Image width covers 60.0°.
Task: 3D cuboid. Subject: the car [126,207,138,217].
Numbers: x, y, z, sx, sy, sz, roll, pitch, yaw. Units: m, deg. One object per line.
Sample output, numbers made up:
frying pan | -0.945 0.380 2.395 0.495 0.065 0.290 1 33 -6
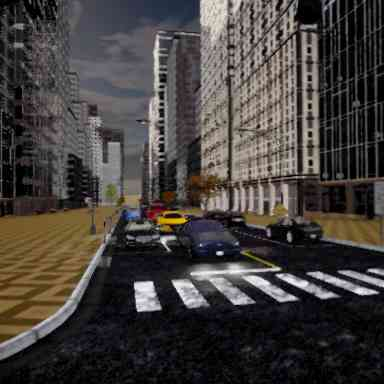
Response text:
car | -10.080 3.319 55.768 2.008 1.369 4.403 -1 -2 -11

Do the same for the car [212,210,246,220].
car | 3.493 2.399 29.764 1.947 1.339 4.313 -1 -2 -11

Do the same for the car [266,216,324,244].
car | 5.630 2.029 18.724 2.008 1.369 4.403 -1 -2 -11

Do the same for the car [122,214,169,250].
car | -2.597 2.060 17.129 2.008 1.369 4.403 -1 -2 -11

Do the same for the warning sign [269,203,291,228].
warning sign | 6.756 1.789 25.544 1.300 1.860 1.060 1 -1 -11

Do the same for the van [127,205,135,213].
van | -13.291 3.663 72.332 1.690 1.788 3.998 -1 -2 -11

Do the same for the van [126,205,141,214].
van | -6.878 2.564 39.215 1.690 1.788 3.998 -1 -2 -11

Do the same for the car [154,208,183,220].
car | -1.458 2.212 24.932 1.882 1.535 5.008 0 -2 -11

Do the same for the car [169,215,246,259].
car | 0.500 1.959 14.900 2.033 1.411 5.357 0 -2 -12

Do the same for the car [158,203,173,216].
car | -4.730 3.027 58.641 2.150 2.045 5.566 0 -2 -11

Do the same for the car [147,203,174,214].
car | -3.690 2.328 36.505 2.150 2.045 5.566 0 -1 -10

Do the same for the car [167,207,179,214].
car | -3.990 3.688 68.401 1.802 1.307 4.206 -1 -2 -11

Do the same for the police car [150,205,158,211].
police car | -10.675 4.398 93.564 1.930 1.638 5.238 0 -2 -11

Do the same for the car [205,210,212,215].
car | 2.424 2.578 35.283 1.947 1.339 4.313 -1 -2 -11
